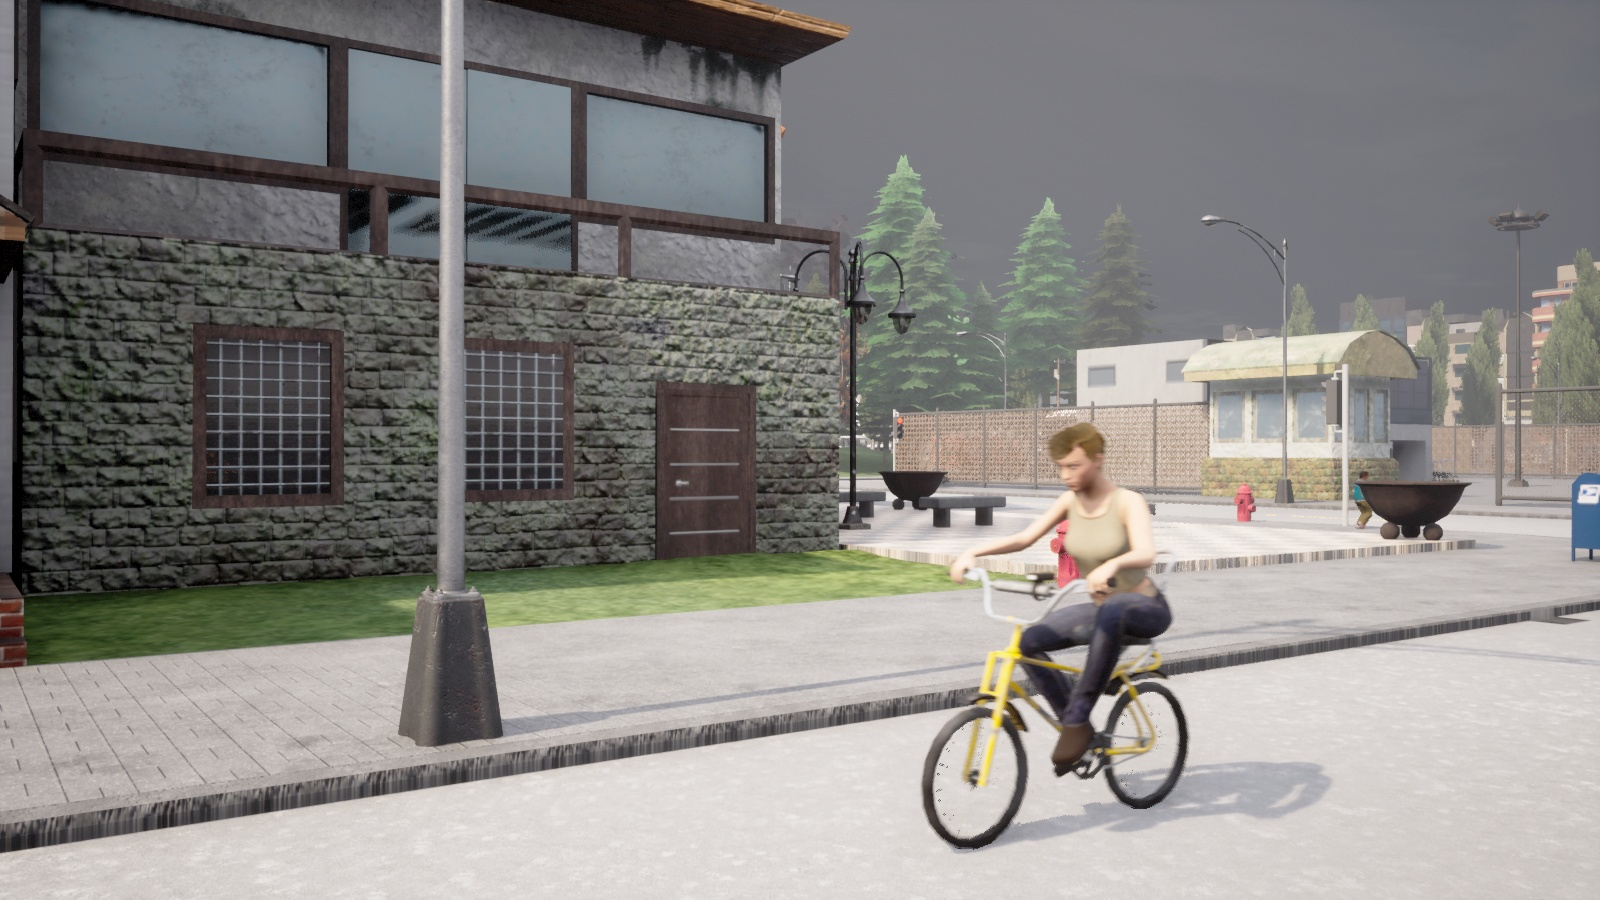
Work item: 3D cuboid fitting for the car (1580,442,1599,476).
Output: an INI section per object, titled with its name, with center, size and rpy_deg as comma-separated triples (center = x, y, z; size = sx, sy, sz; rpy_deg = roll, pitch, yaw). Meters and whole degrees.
[car]
center = 49.202, 0.539, 73.557
size = 2.150, 2.045, 5.566
rpy_deg = 0, 0, -34

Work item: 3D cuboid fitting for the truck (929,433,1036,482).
[truck]
center = 9.635, 0.400, 66.169
size = 5.204, 2.467, 2.627
rpy_deg = 0, 0, -36

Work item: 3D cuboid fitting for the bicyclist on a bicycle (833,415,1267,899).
[bicyclist on a bicycle]
center = 0.999, 0.691, 4.957
size = 1.509, 1.612, 0.866
rpy_deg = 0, 0, -35

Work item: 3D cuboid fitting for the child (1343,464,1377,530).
[child]
center = 10.387, 0.867, 23.292
size = 0.448, 1.192, 0.343
rpy_deg = 0, 0, -8
